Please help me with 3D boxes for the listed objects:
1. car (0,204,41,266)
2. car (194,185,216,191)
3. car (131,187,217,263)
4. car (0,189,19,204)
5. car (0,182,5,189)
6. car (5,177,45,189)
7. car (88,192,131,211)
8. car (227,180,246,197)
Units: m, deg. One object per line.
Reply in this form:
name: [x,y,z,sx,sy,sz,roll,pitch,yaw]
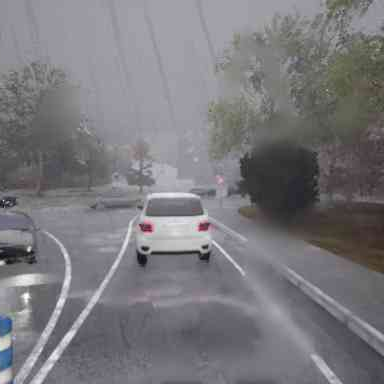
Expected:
car: [-6.062,1.371,10.886,2.033,1.411,5.357,-1,2,-26]
car: [1.294,-0.041,37.919,2.128,1.511,4.902,2,3,25]
car: [-0.716,1.008,11.398,2.150,2.045,5.566,0,2,-6]
car: [-16.364,0.683,26.269,4.718,1.301,1.895,0,3,4]
car: [-33.634,-0.996,55.676,1.837,1.490,4.892,2,3,32]
car: [-28.318,-1.661,57.192,5.566,2.045,2.150,-2,4,-45]
car: [-5.822,0.675,25.667,4.181,1.385,1.994,-1,3,-24]
car: [5.516,-0.488,41.134,2.150,2.045,5.566,1,3,10]
